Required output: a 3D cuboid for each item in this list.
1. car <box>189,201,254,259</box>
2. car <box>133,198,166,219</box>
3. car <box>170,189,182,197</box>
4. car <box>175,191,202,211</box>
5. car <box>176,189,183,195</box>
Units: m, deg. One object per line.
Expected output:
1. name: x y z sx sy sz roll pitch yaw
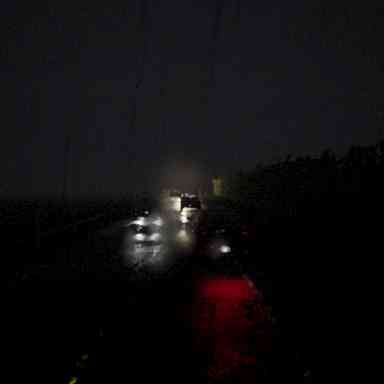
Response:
1. car: 0.896 1.288 11.573 1.837 1.490 4.892 0 1 0
2. car: -2.984 1.121 23.841 1.994 1.385 4.181 0 1 0
3. car: -3.137 0.352 65.576 1.994 1.385 4.181 0 1 0
4. car: -0.157 0.912 31.252 2.128 1.511 4.902 0 1 0
5. car: -3.240 -0.078 86.268 1.837 1.490 4.892 0 1 0
